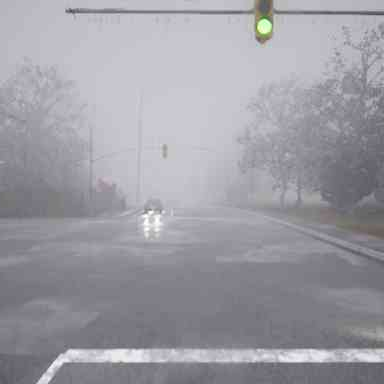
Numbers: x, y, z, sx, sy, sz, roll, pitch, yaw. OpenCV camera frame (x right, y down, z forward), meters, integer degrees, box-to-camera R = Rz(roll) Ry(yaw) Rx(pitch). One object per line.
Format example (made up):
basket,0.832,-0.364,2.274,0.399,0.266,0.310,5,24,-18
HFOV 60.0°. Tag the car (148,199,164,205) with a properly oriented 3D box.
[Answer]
car,-8.209,2.196,75.061,2.033,1.411,5.357,0,-1,-25

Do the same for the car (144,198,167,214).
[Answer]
car,-4.071,1.471,35.594,2.128,1.511,4.902,0,0,-3

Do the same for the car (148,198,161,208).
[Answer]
car,-6.305,1.791,55.643,1.837,1.490,4.892,0,-1,-10

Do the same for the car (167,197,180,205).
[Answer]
car,-4.429,1.980,74.999,2.097,1.767,4.553,0,-1,-22

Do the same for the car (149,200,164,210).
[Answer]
car,-4.858,1.698,45.589,1.895,1.301,4.718,0,-1,-7
